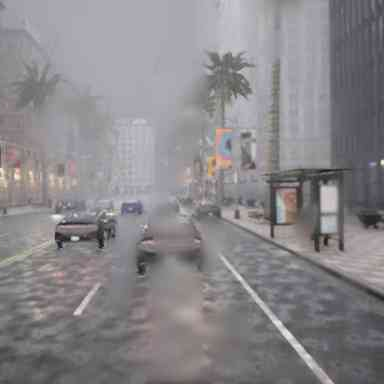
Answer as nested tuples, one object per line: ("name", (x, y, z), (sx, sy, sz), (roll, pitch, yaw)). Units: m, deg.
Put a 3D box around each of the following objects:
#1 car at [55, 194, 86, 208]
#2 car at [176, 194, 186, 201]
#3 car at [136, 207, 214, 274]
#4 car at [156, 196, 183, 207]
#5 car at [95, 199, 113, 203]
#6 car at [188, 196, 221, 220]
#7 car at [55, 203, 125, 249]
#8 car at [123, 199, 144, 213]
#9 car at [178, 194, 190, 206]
("car", (-13.300, 1.221, 36.867), (2.150, 2.045, 5.566), (-1, 0, -4))
("car", (-2.520, 1.158, 77.634), (2.161, 1.482, 4.786), (-1, 0, -4))
("car", (-0.665, 1.448, 10.498), (2.128, 1.511, 4.902), (-1, 0, -4))
("car", (-2.063, 1.387, 29.121), (1.837, 1.490, 4.892), (-1, 0, -4))
("car", (-9.811, 1.523, 37.208), (1.812, 1.442, 4.674), (-1, 0, -4))
("car", (1.140, 1.331, 26.459), (2.231, 1.521, 4.892), (-1, 0, -4))
("car", (-4.462, 1.481, 14.594), (2.128, 1.511, 4.902), (-1, 0, -4))
("car", (-5.894, 1.394, 33.234), (1.882, 1.535, 5.008), (-1, 0, -4))
("car", (-1.129, 1.090, 55.746), (2.185, 1.767, 4.553), (-1, 0, -4))
